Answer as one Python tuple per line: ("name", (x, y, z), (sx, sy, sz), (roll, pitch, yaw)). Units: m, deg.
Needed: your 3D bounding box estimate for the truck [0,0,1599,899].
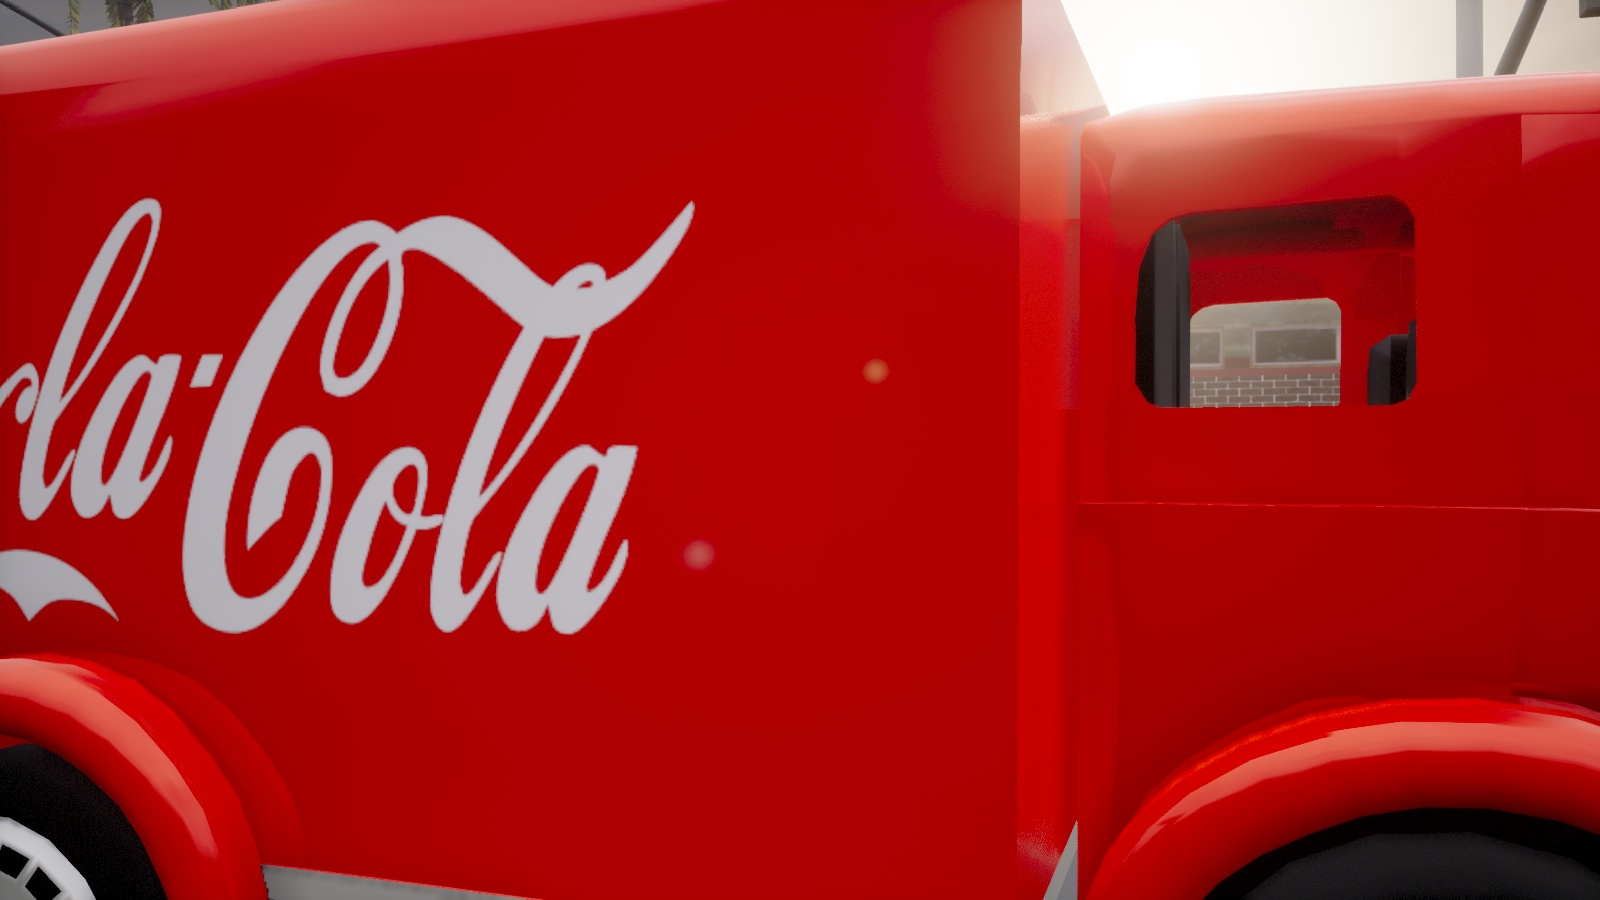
("truck", (-0.068, 0.283, 3.233), (5.204, 2.467, 2.627), (1, 1, 20))
